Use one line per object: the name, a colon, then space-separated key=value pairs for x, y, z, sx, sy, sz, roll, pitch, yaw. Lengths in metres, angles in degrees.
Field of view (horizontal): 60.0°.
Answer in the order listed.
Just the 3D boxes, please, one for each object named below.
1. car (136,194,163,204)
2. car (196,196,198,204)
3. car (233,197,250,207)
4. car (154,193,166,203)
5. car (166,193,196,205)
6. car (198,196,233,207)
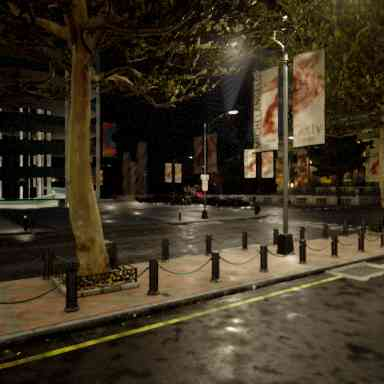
car: x=-8.775 y=1.539 z=65.828 sx=5.357 sy=1.411 sz=2.033 roll=0 pitch=0 yaw=43
car: x=0.951 y=1.516 z=59.689 sx=1.812 sy=1.442 sz=4.674 roll=0 pitch=0 yaw=-36
car: x=6.530 y=1.538 z=51.960 sx=2.033 sy=1.411 sz=5.357 roll=0 pitch=0 yaw=-35
car: x=-5.758 y=1.212 z=67.985 sx=5.566 sy=2.045 sz=2.150 roll=0 pitch=0 yaw=45
car: x=-1.967 y=1.344 z=57.725 sx=2.097 sy=1.767 sz=4.553 roll=0 pitch=0 yaw=-37
car: x=3.471 y=1.469 z=50.210 sx=1.882 sy=1.535 sz=5.008 roll=0 pitch=0 yaw=-35
